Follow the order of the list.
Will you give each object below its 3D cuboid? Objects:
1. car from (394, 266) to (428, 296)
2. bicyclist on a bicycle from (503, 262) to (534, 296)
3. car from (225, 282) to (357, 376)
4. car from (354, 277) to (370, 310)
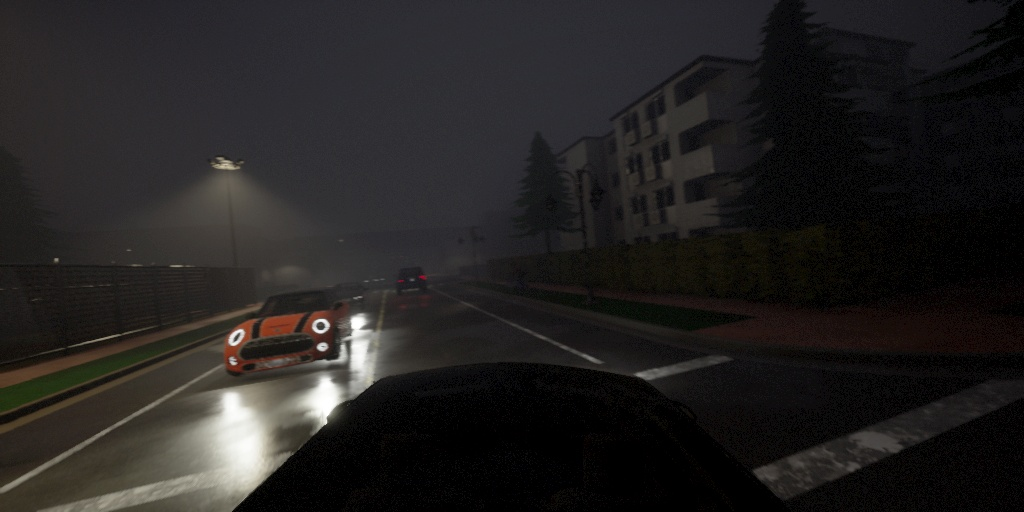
[{"bbox_3d":[-8.063,1.906,28.434,2.150,2.045,5.566,-5,0,-19],"label":"car"},{"bbox_3d":[0.283,1.119,17.828,1.656,1.620,0.582,-6,0,-19],"label":"bicyclist on a bicycle"},{"bbox_3d":[-5.588,1.690,9.504,2.097,1.767,4.553,-5,0,-19],"label":"car"},{"bbox_3d":[-9.036,2.223,19.876,2.128,1.511,4.902,-5,0,-18],"label":"car"}]
